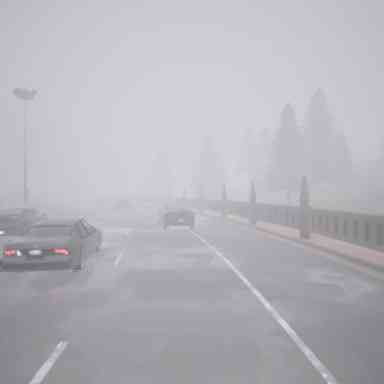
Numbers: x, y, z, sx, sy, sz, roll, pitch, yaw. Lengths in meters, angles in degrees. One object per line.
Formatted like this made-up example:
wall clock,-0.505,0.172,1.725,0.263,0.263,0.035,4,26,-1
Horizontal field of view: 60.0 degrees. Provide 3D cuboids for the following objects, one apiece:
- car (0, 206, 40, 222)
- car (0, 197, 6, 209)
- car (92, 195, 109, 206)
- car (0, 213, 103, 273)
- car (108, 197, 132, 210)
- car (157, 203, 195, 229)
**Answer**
car,-8.674,1.508,16.850,1.837,1.490,4.892,0,0,-10
car,-26.542,1.519,45.623,1.837,1.490,4.892,0,0,-29
car,-14.414,1.334,53.259,2.097,1.767,4.553,0,0,-32
car,-4.166,1.546,10.738,2.033,1.411,5.357,0,0,-6
car,-8.890,1.484,41.971,1.837,1.490,4.892,0,0,-24
car,-1.114,1.461,21.420,1.882,1.535,5.008,0,0,-12
